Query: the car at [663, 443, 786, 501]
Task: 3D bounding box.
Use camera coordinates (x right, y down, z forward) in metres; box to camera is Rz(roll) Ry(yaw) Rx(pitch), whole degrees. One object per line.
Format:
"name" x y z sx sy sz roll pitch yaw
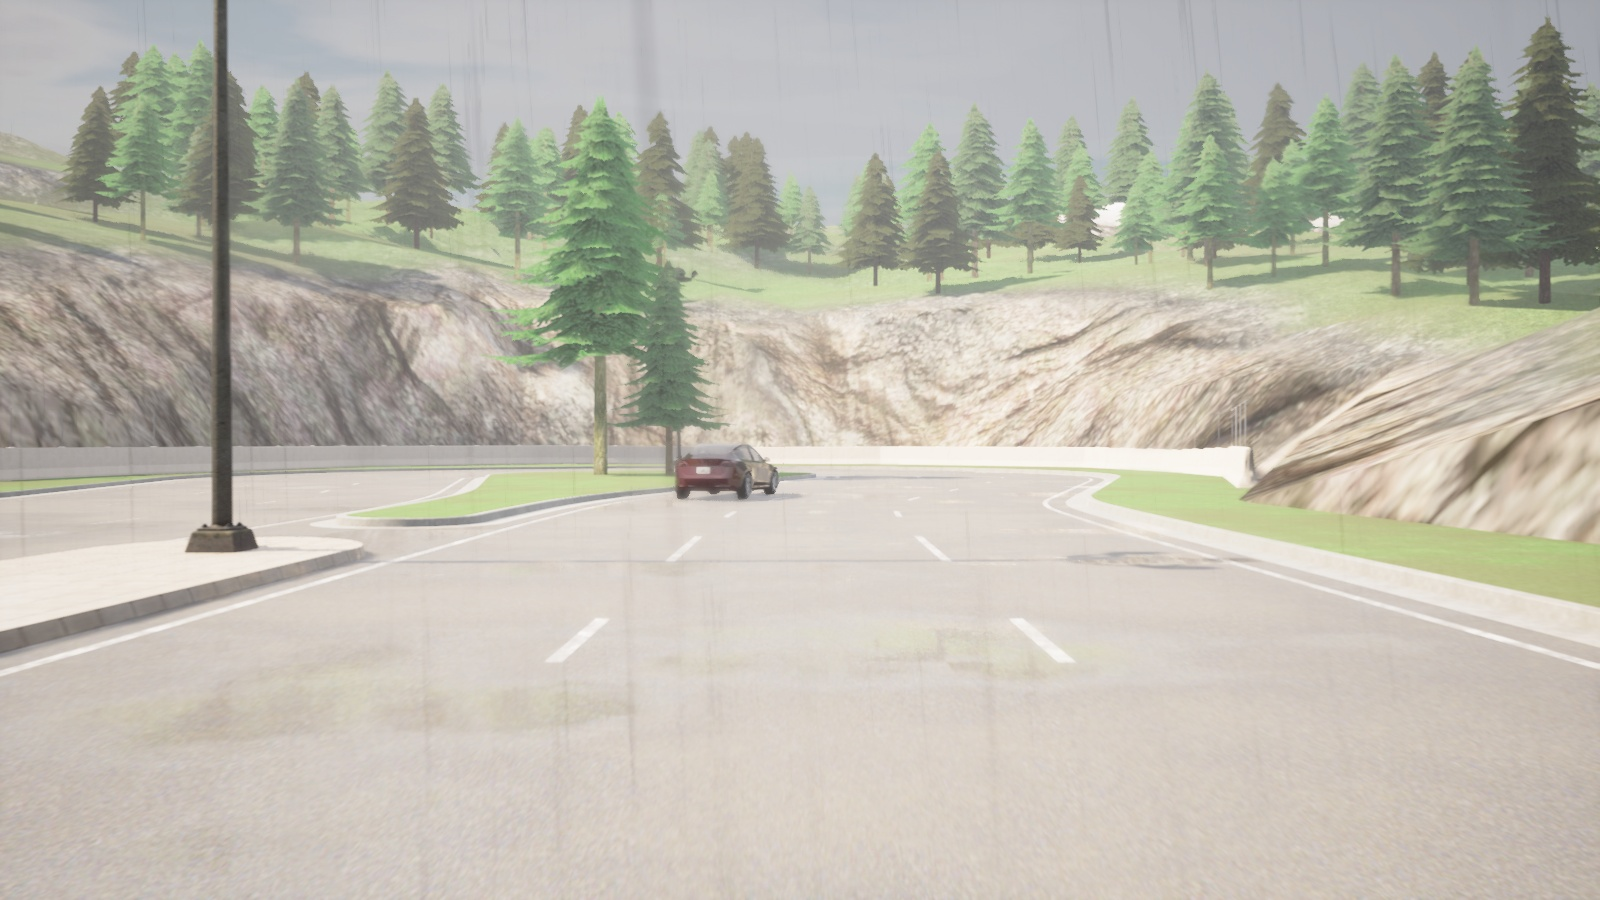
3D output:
"car" -1.988 0.549 34.700 2.163 1.488 4.792 0 0 12
